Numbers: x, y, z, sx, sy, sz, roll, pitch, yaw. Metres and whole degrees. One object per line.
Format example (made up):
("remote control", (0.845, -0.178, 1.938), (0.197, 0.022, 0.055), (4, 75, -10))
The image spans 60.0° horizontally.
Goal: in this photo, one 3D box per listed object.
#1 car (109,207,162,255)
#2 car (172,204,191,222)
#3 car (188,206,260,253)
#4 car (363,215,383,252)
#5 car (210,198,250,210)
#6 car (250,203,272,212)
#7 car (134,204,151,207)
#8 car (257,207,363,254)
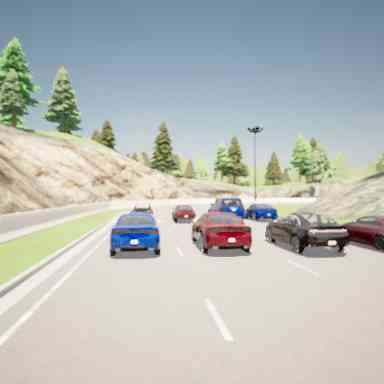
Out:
("car", (-2.321, 1.613, 14.126), (1.882, 1.535, 5.008), (0, 0, -7))
("car", (-0.739, 1.803, 29.093), (1.812, 1.442, 4.674), (0, 0, -7))
("car", (1.150, 1.617, 14.578), (1.882, 1.535, 5.008), (0, 0, -7))
("car", (8.192, 1.705, 14.655), (1.994, 1.385, 4.181), (0, 0, -7))
("car", (2.889, 1.495, 28.237), (2.150, 2.045, 5.566), (0, 0, -7))
("car", (6.158, 1.767, 30.354), (1.882, 1.535, 5.008), (0, 0, -7))
("car", (-4.164, 1.763, 28.259), (2.128, 1.511, 4.902), (0, 0, -7))
("car", (4.711, 1.630, 14.288), (2.128, 1.511, 4.902), (0, 0, -7))
